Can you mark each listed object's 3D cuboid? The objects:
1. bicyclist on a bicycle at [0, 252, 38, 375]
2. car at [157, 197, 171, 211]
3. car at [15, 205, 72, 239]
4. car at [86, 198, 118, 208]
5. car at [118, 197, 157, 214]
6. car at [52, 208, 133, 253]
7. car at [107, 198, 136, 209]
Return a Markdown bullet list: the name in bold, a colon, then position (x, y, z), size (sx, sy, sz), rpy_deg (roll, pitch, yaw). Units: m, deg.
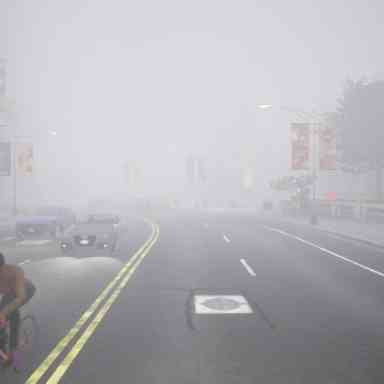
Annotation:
- **bicyclist on a bicycle**: position (-2.079, 1.448, 3.678), size (0.582, 1.620, 1.656), rpy_deg (0, 2, -1)
- **car**: position (-4.339, 1.352, 39.662), size (2.097, 1.767, 4.553), rpy_deg (0, 0, -32)
- **car**: position (-7.481, 1.478, 17.554), size (1.882, 1.535, 5.008), rpy_deg (0, 0, -5)
- **car**: position (-12.241, 1.505, 44.094), size (4.892, 1.490, 1.837), rpy_deg (0, 0, 44)
- **car**: position (-6.016, 1.352, 36.064), size (2.097, 1.767, 4.553), rpy_deg (0, 0, -31)
- **car**: position (-3.813, 1.564, 13.603), size (1.994, 1.385, 4.181), rpy_deg (0, 0, -2)
- **car**: position (-9.977, 1.564, 46.630), size (4.181, 1.385, 1.994), rpy_deg (0, 0, 45)
